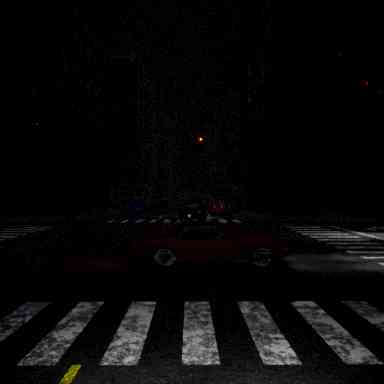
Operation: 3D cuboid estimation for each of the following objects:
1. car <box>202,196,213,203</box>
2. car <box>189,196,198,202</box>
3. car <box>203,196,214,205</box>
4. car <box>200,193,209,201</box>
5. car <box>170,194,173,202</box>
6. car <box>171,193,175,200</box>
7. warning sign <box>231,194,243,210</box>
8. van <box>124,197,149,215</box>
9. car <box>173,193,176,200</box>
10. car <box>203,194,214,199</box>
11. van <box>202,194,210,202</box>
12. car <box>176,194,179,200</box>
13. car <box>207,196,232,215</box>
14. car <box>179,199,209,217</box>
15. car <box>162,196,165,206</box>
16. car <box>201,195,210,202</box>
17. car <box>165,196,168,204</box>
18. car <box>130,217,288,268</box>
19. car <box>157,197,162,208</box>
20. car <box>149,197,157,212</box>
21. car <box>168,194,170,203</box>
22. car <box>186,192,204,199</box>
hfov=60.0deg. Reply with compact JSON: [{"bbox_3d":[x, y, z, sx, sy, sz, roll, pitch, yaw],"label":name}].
[{"bbox_3d":[3.033,1.552,67.354,2.008,1.369,4.403,0,0,0],"label":"car"},{"bbox_3d":[0.402,1.552,73.904,1.994,1.385,4.181,0,0,0],"label":"car"},{"bbox_3d":[3.002,1.527,61.854,1.752,1.417,4.829,0,0,0],"label":"car"},{"bbox_3d":[3.125,1.310,84.361,2.192,1.841,5.009,0,0,0],"label":"car"},{"bbox_3d":[-5.493,1.567,67.392,1.947,1.339,4.313,0,0,0],"label":"car"},{"bbox_3d":[-5.462,1.544,73.060,1.887,1.381,4.507,0,0,0],"label":"car"},{"bbox_3d":[5.280,1.118,39.319,1.300,1.860,1.060,0,0,0],"label":"warning sign"},{"bbox_3d":[-5.680,1.343,33.383,1.690,1.788,3.998,0,0,0],"label":"van"},{"bbox_3d":[-5.432,1.522,78.559,1.752,1.417,4.829,0,0,0],"label":"car"},{"bbox_3d":[2.908,1.443,44.677,1.967,1.590,4.097,0,0,0],"label":"car"},{"bbox_3d":[3.064,1.340,73.023,1.690,1.788,3.998,0,0,0],"label":"van"},{"bbox_3d":[-5.369,1.307,90.065,2.192,1.841,5.009,0,0,0],"label":"car"},{"bbox_3d":[2.846,1.442,33.339,1.967,1.590,4.097,0,0,0],"label":"car"},{"bbox_3d":[0.091,1.527,26.310,1.812,1.442,4.674,1,0,7],"label":"car"},{"bbox_3d":[-5.586,1.585,50.388,1.802,1.307,4.206,0,0,0],"label":"car"},{"bbox_3d":[3.095,1.437,78.692,1.967,1.590,4.097,0,0,0],"label":"car"},{"bbox_3d":[-5.555,1.569,56.056,1.947,1.339,4.313,0,0,0],"label":"car"},{"bbox_3d":[0.539,1.605,10.652,4.718,1.301,1.895,0,0,0],"label":"car"},{"bbox_3d":[-5.617,1.569,44.720,1.947,1.339,4.313,0,0,0],"label":"car"},{"bbox_3d":[-5.648,1.443,39.051,1.967,1.590,4.097,0,0,0],"label":"car"},{"bbox_3d":[-5.525,1.527,61.554,1.752,1.417,4.829,0,0,0],"label":"car"},{"bbox_3d":[0.395,1.355,54.643,2.097,1.767,4.553,0,0,0],"label":"car"}]
